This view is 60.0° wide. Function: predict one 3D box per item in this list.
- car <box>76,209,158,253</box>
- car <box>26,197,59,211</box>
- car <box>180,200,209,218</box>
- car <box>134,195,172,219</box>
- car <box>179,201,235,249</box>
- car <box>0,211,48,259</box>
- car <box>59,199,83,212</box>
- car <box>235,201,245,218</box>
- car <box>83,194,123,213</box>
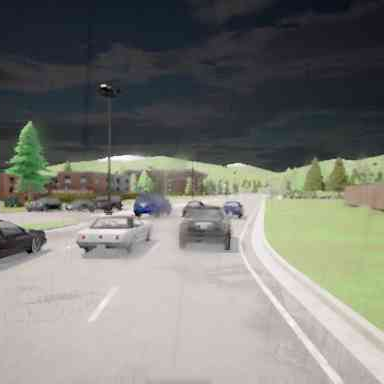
[{"bbox_3d":[-2.958,1.627,13.872,1.895,1.301,4.718,0,0,6],"label":"car"},{"bbox_3d":[-17.159,1.435,38.899,2.097,1.767,4.553,0,0,13],"label":"car"},{"bbox_3d":[0.343,1.577,31.503,1.812,1.442,4.674,0,0,12],"label":"car"},{"bbox_3d":[-3.482,1.274,30.402,2.150,2.045,5.566,0,0,13],"label":"car"},{"bbox_3d":[0.756,1.377,15.005,2.097,1.767,4.553,0,0,8],"label":"car"},{"bbox_3d":[-6.730,1.573,10.638,2.033,1.411,5.357,0,0,4],"label":"car"},{"bbox_3d":[-13.318,1.572,40.063,2.128,1.511,4.902,0,0,13],"label":"car"},{"bbox_3d":[3.777,1.572,30.821,1.812,1.442,4.674,0,0,12],"label":"car"},{"bbox_3d":[-10.007,1.297,38.839,2.150,2.045,5.566,0,0,12],"label":"car"}]
